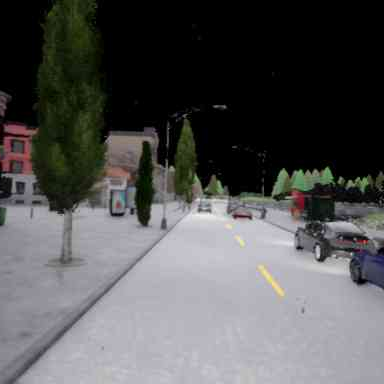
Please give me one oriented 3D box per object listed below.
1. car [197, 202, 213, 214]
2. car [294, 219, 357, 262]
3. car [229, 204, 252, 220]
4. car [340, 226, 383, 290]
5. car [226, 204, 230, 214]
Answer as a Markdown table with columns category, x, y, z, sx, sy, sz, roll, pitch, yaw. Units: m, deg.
| category | x | y | z | sx | sy | sz | roll | pitch | yaw |
| --- | --- | --- | --- | --- | --- | --- | --- | --- | --- |
| car | 1.702 | 2.073 | 44.948 | 2.128 | 1.511 | 4.902 | 2 | -1 | 2 |
| car | 5.615 | 1.892 | 13.675 | 1.837 | 1.490 | 4.892 | 2 | -1 | 2 |
| car | 5.368 | 2.194 | 35.956 | 1.994 | 1.385 | 4.181 | 2 | -1 | 4 |
| car | 5.369 | 1.834 | 7.680 | 1.812 | 1.442 | 4.674 | 2 | -1 | 2 |
| car | 5.743 | 2.307 | 45.995 | 2.033 | 1.411 | 5.357 | 2 | -1 | 2 |
